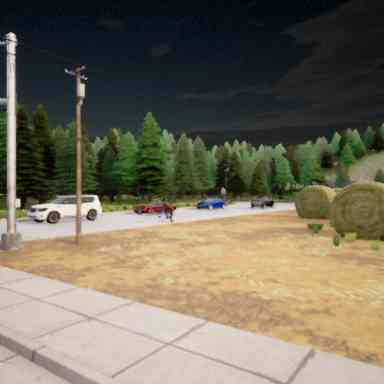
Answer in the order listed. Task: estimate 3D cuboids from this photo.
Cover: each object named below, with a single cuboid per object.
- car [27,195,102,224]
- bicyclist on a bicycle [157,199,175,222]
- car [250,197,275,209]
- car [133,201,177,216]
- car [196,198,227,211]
[{"bbox_3d":[-9.585,1.252,25.538,2.150,2.045,5.566,0,0,37],"label":"car"},{"bbox_3d":[-1.866,1.317,23.386,1.656,1.620,0.582,0,0,37],"label":"bicyclist on a bicycle"},{"bbox_3d":[9.749,1.475,45.504,2.128,1.511,4.902,0,0,37],"label":"car"},{"bbox_3d":[-3.685,1.615,33.496,1.895,1.301,4.718,0,0,37],"label":"car"},{"bbox_3d":[2.492,1.476,41.808,1.882,1.535,5.008,0,0,37],"label":"car"}]
